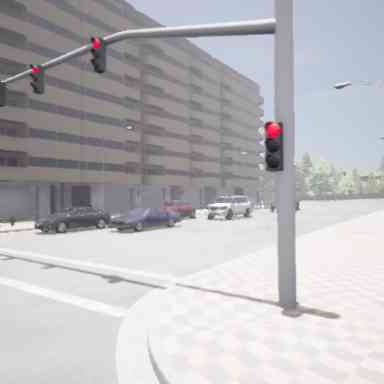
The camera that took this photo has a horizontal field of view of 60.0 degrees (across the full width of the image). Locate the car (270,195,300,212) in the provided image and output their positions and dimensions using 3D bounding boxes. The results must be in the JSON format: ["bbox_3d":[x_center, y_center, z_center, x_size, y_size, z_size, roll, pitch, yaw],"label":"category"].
[{"bbox_3d":[11.616,1.361,41.337,2.150,2.045,5.566,-1,-1,36],"label":"car"}]

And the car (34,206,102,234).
[{"bbox_3d":[-7.423,1.690,21.003,1.837,1.490,4.892,-1,-1,35],"label":"car"}]

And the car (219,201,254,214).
[{"bbox_3d":[5.220,1.785,38.508,1.895,1.301,4.718,-1,-1,36],"label":"car"}]

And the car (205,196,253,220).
[{"bbox_3d":[3.404,1.360,30.087,2.150,2.045,5.566,-1,-1,36],"label":"car"}]

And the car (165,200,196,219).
[{"bbox_3d":[-1.639,1.537,29.098,2.097,1.767,4.553,-1,-1,36],"label":"car"}]

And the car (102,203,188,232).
[{"bbox_3d":[-2.842,1.687,21.431,2.033,1.411,5.357,-1,-1,35],"label":"car"}]
